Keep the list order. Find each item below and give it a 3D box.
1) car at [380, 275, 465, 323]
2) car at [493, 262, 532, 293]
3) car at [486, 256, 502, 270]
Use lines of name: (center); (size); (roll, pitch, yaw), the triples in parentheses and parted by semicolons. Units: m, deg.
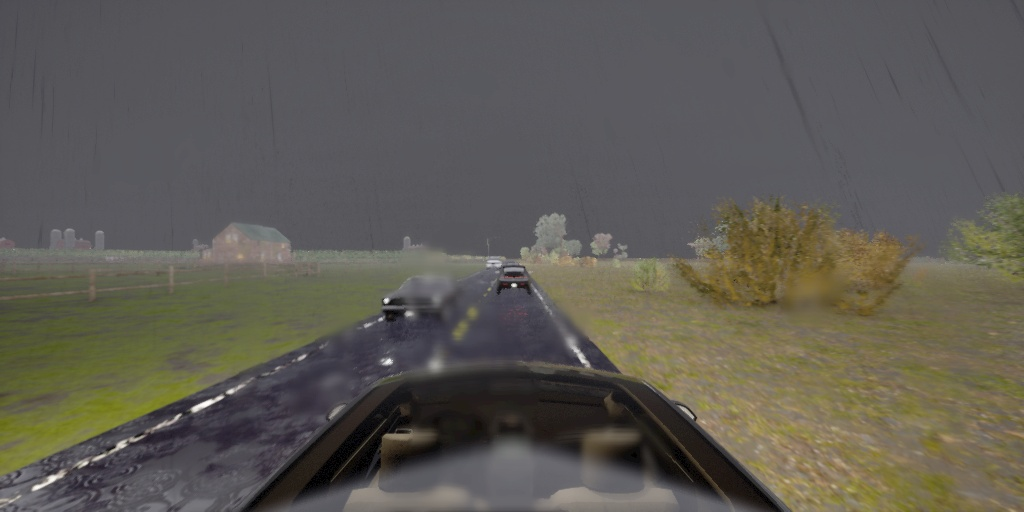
car: (-2.848, 1.351, 12.344); (1.895, 1.301, 4.718); (0, 0, 0)
car: (0.103, 1.264, 20.719); (1.837, 1.490, 4.892); (0, 0, 0)
car: (-2.793, 1.092, 56.088); (2.150, 2.045, 5.566); (0, 0, 1)
